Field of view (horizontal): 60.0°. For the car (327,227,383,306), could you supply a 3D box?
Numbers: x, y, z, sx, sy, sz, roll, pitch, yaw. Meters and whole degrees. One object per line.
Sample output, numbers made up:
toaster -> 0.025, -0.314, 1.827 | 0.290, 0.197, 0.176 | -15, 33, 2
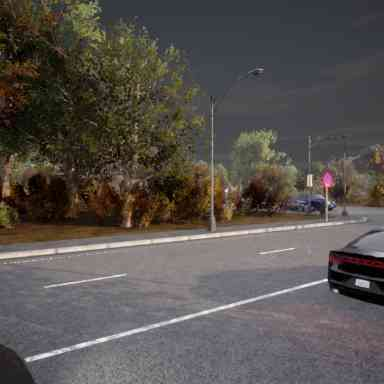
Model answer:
car -> 5.051, 1.478, 7.370 | 5.008, 1.535, 1.882 | 0, 0, -36

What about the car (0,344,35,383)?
car -> -3.278, 1.505, 1.399 | 4.892, 1.490, 1.837 | 0, 0, -36

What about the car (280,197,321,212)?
car -> 12.144, 1.564, 38.215 | 1.994, 1.385, 4.181 | 0, 0, -32

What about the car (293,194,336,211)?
car -> 14.746, 1.221, 40.685 | 2.150, 2.045, 5.566 | 0, 0, -31
